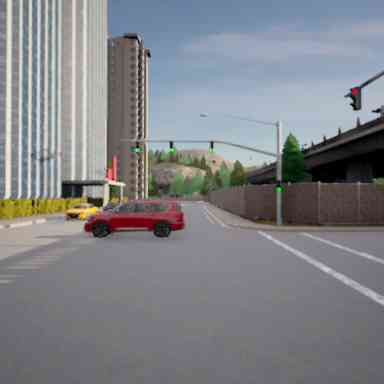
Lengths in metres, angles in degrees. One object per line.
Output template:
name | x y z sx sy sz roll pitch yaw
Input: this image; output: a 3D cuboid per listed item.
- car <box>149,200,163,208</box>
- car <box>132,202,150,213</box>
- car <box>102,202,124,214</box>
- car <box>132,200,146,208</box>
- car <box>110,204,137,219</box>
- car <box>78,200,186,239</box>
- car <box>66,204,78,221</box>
car | -7.018 2.337 64.828 2.128 1.511 4.902 0 -1 0
car | -7.090 2.136 46.841 1.812 1.442 4.674 0 -1 0
car | -10.592 2.145 44.702 1.994 1.385 4.181 0 0 0
car | -10.498 2.408 66.081 2.033 1.411 5.357 0 -1 0
car | -7.095 1.982 34.944 1.812 1.442 4.674 0 -1 0
car | -3.128 1.509 18.791 5.566 2.045 2.150 0 -1 0
car | -10.598 1.899 32.263 1.882 1.535 5.008 0 -1 0
